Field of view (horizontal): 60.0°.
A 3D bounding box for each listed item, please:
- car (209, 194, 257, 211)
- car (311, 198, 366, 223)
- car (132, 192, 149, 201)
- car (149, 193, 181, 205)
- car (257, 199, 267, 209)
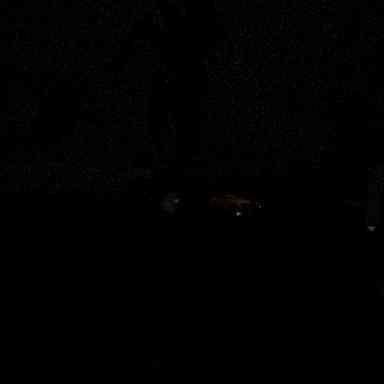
[{"bbox_3d":[3.807,1.030,33.649,1.882,1.535,5.008,1,1,-36],"label":"car"},{"bbox_3d":[10.934,1.248,23.660,1.882,1.535,5.008,1,1,-36],"label":"car"},{"bbox_3d":[-8.202,0.693,55.496,2.033,1.411,5.357,1,1,-35],"label":"car"},{"bbox_3d":[-3.321,0.862,43.653,1.812,1.442,4.674,1,1,-36],"label":"car"},{"bbox_3d":[5.714,1.163,36.069,1.895,1.301,4.718,1,1,-36],"label":"car"}]
